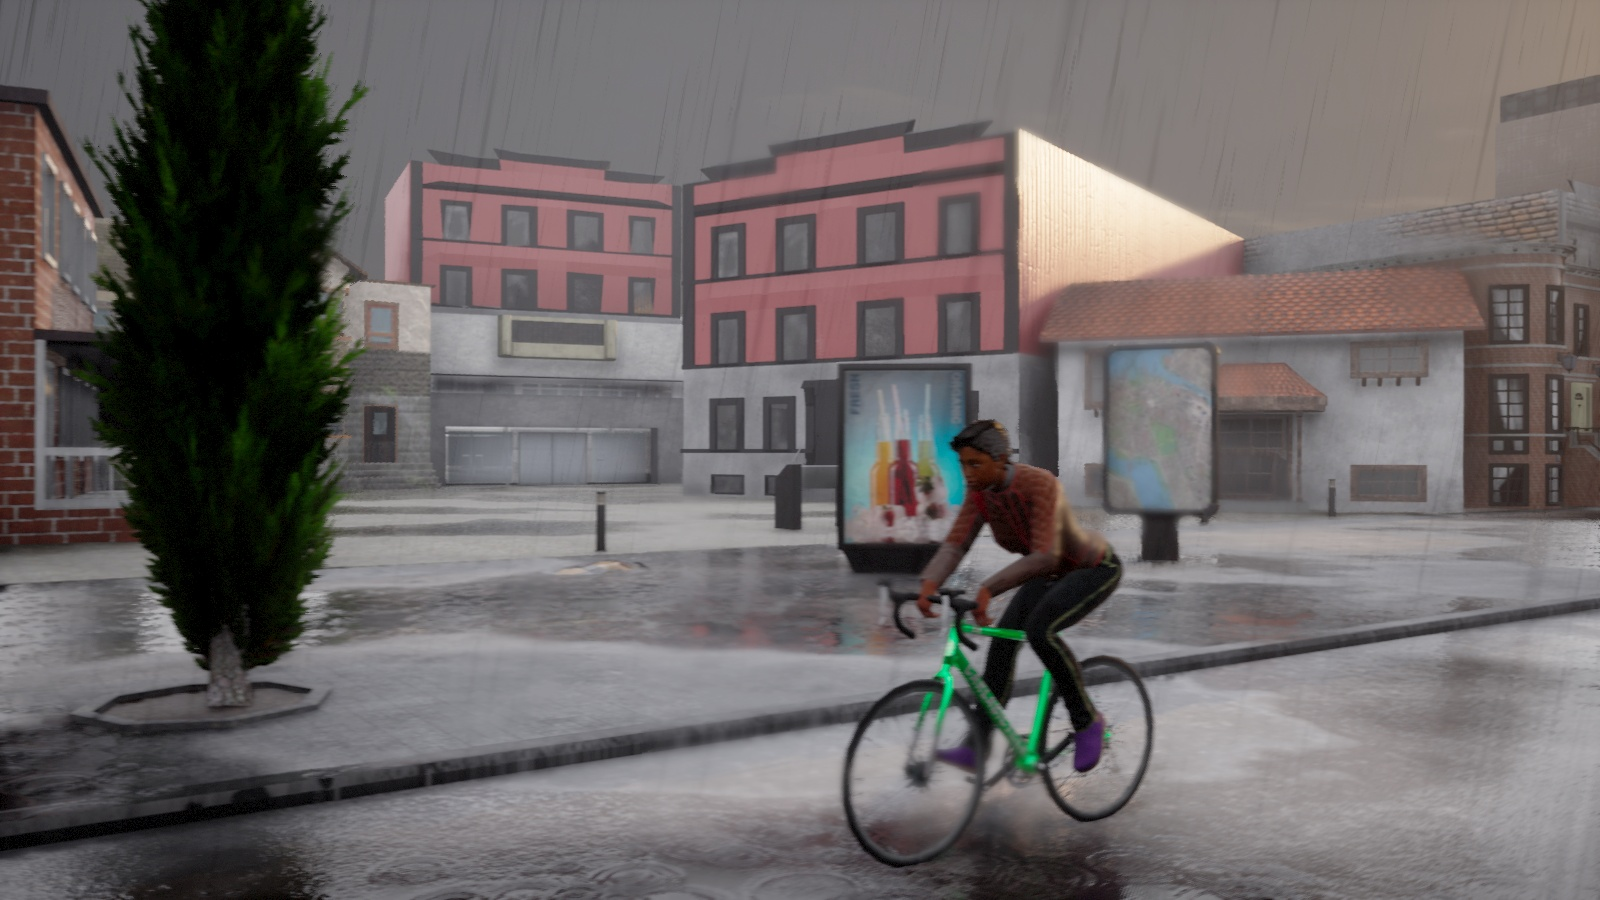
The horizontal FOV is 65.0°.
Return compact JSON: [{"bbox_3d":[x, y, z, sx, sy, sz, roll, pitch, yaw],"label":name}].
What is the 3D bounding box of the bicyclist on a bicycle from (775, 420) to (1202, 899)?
[{"bbox_3d":[0.760,0.708,4.797,1.656,1.620,0.582,0,0,-35],"label":"bicyclist on a bicycle"}]
